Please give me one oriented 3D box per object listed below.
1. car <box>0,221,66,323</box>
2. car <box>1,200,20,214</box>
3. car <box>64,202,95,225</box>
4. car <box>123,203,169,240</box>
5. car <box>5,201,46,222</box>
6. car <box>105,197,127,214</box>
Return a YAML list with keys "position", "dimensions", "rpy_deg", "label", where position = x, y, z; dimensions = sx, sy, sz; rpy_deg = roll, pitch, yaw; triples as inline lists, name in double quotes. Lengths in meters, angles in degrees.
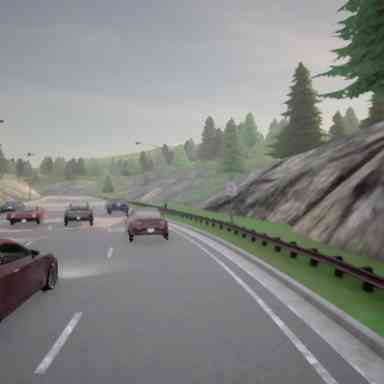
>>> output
- position: [-3.930, 1.531, 5.953]
  dimensions: [1.812, 1.442, 4.674]
  rpy_deg: [0, 0, -5]
  label: "car"
- position: [-19.408, 1.568, 36.350]
  dimensions: [1.994, 1.385, 4.181]
  rpy_deg: [0, 0, -18]
  label: "car"
- position: [-7.978, 1.465, 23.630]
  dimensions: [2.128, 1.511, 4.902]
  rpy_deg: [0, 0, -17]
  label: "car"
- position: [-2.329, 1.486, 16.689]
  dimensions: [1.812, 1.442, 4.674]
  rpy_deg: [0, 0, -14]
  label: "car"
- position: [-11.711, 1.596, 23.962]
  dimensions: [1.895, 1.301, 4.718]
  rpy_deg: [0, 0, -18]
  label: "car"
- position: [-7.881, 1.289, 34.831]
  dimensions: [2.097, 1.767, 4.553]
  rpy_deg: [0, 0, -18]
  label: "car"
